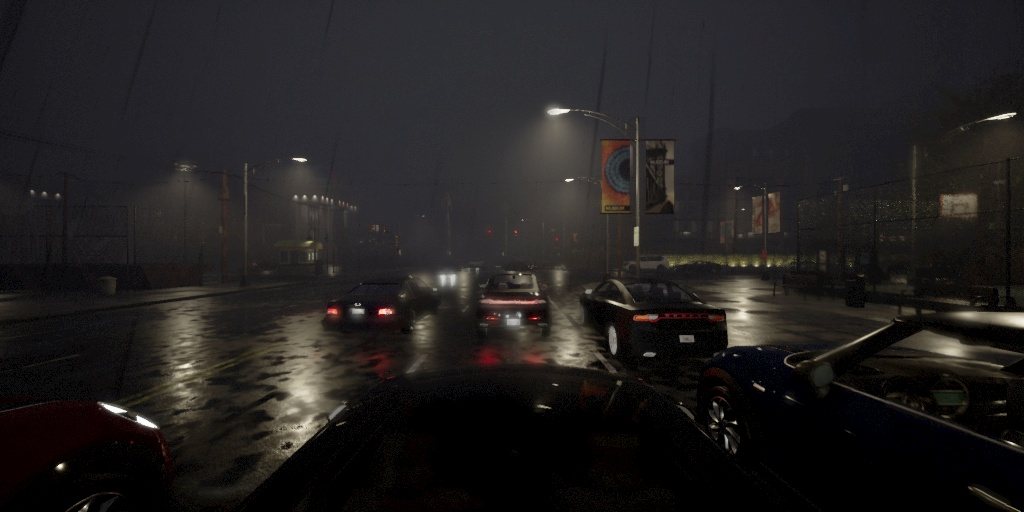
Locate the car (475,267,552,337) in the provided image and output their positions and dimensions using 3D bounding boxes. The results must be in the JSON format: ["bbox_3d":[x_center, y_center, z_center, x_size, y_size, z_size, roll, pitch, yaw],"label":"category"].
[{"bbox_3d":[0.054,1.242,10.321,2.128,1.511,4.902,0,0,0],"label":"car"}]

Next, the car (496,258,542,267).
[{"bbox_3d":[0.820,1.297,44.440,2.033,1.411,5.357,0,0,-41],"label":"car"}]

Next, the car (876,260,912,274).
[{"bbox_3d":[40.749,1.227,39.294,5.008,1.535,1.882,0,0,0],"label":"car"}]

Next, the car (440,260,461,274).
[{"bbox_3d":[-7.084,1.242,41.552,2.128,1.511,4.902,0,0,0],"label":"car"}]

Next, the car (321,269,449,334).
[{"bbox_3d":[-3.443,1.297,10.584,2.033,1.411,5.357,0,0,0],"label":"car"}]

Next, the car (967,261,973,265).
[{"bbox_3d":[45.195,1.297,32.295,5.357,1.411,2.033,0,0,-1],"label":"car"}]

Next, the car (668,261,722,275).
[{"bbox_3d":[20.236,1.241,39.159,4.902,1.511,2.128,0,0,-1],"label":"car"}]

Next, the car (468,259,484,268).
[{"bbox_3d":[-6.095,1.276,61.305,1.812,1.442,4.674,0,0,13],"label":"car"}]

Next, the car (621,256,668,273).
[{"bbox_3d":[15.784,0.971,42.693,5.566,2.045,2.150,0,0,0],"label":"car"}]

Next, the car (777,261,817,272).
[{"bbox_3d":[34.349,1.275,42.769,4.674,1.442,1.812,0,0,-1],"label":"car"}]

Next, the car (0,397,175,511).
[{"bbox_3d":[-3.403,1.102,0.579,2.097,1.767,4.553,0,0,0],"label":"car"}]

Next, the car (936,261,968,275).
[{"bbox_3d":[45.162,1.241,35.795,4.902,1.511,2.128,0,0,-1],"label":"car"}]
